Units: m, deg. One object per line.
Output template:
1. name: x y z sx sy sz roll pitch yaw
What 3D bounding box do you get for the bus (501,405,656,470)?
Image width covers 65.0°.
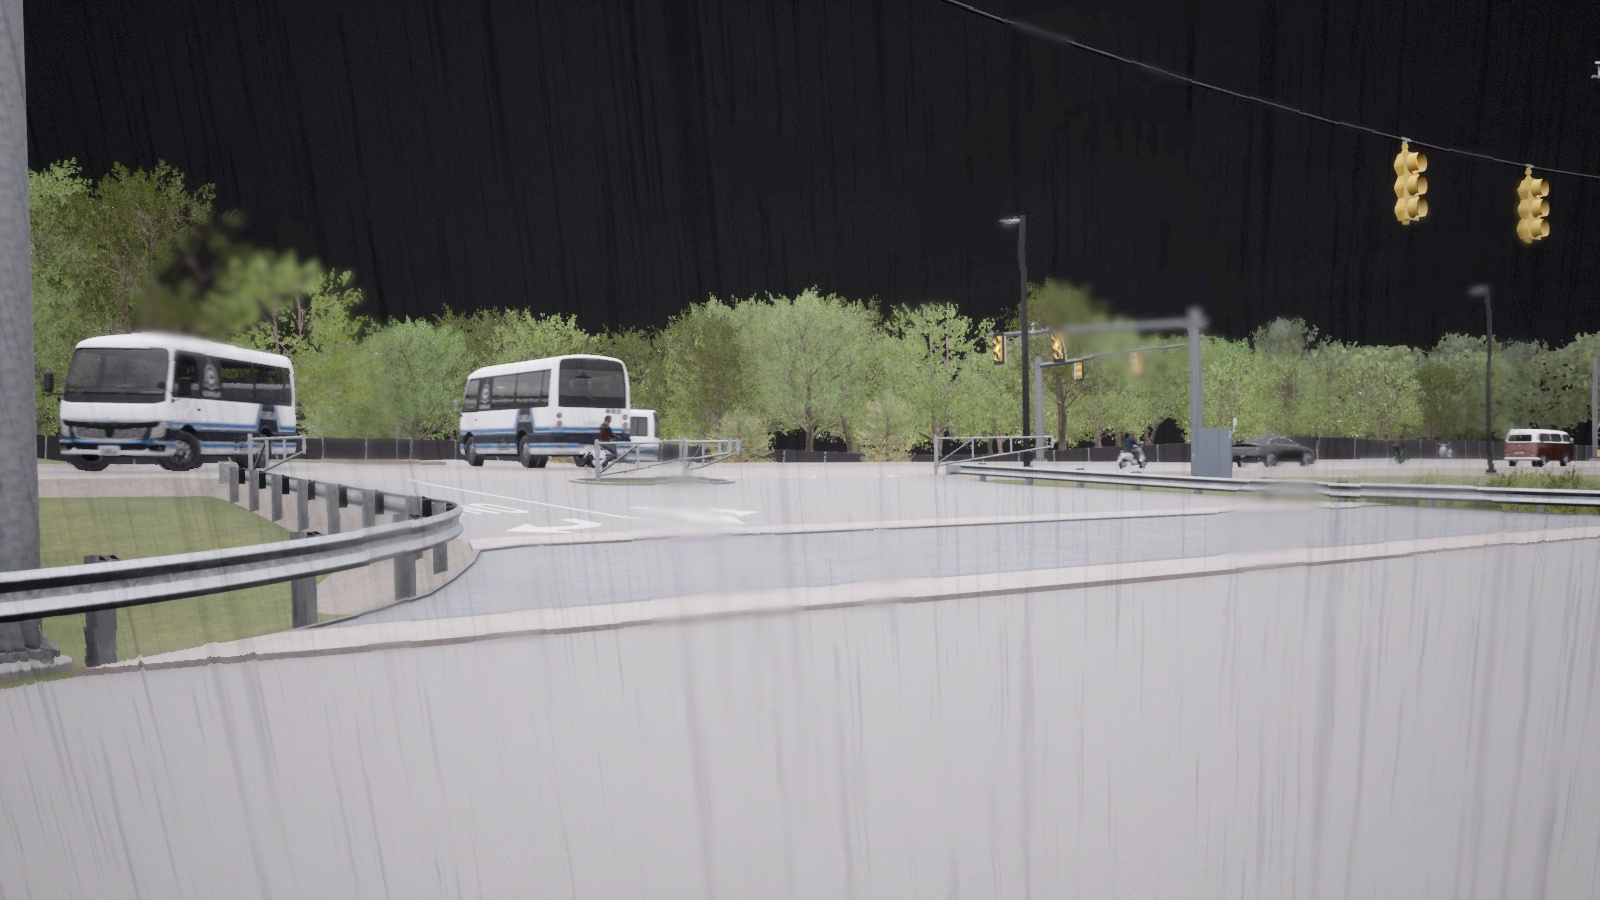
1. bus: -15.928 -0.864 90.834 10.273 4.253 3.944 2 -2 2

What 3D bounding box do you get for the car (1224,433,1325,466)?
1. car: 23.052 -0.015 60.964 4.902 1.511 2.128 0 0 -34

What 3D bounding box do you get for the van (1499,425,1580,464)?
1. van: 40.288 -0.271 68.389 4.480 2.038 2.069 0 0 -34

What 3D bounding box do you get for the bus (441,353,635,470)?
1. bus: -10.871 -1.364 50.976 3.944 4.253 10.273 0 0 -35

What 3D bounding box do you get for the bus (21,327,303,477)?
1. bus: -20.251 -1.372 40.996 3.944 4.253 10.273 1 0 0

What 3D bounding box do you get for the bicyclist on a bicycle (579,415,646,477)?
1. bicyclist on a bicycle: -5.573 -0.123 37.376 1.843 1.776 0.659 0 2 -34

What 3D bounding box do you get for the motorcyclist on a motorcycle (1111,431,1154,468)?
1. motorcyclist on a motorcycle: 14.634 -0.010 55.274 1.817 1.590 0.866 0 0 -34
